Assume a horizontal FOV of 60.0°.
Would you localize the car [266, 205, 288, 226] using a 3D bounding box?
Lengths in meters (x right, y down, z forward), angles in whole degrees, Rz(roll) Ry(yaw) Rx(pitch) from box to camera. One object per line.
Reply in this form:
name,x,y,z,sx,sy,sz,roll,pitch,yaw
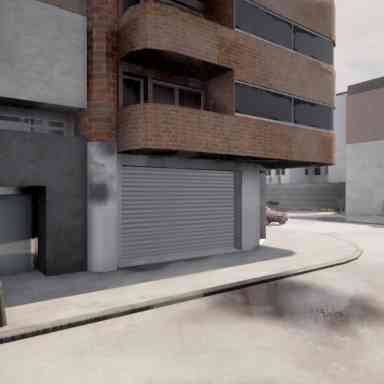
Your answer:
car,4.663,1.533,23.834,1.812,1.442,4.674,0,0,-36
